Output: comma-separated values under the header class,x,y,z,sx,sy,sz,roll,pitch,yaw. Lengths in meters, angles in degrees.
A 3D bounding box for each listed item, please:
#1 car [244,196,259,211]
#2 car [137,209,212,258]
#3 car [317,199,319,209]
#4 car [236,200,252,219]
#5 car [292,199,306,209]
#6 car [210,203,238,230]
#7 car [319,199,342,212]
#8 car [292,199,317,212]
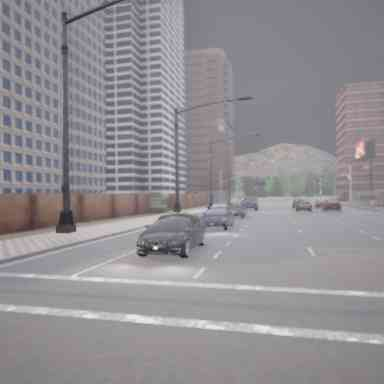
class,x,y,z,sx,sy,sz,roll,pitch,yaw
car,8.545,1.657,48.452,2.150,2.045,5.566,-1,-1,15
car,-0.653,1.682,13.723,1.837,1.490,4.892,-1,-1,14
car,20.304,1.841,51.863,1.812,1.442,4.674,-1,-1,15
car,4.481,1.822,33.314,2.128,1.511,4.902,-1,-1,15
car,16.918,1.881,52.752,1.837,1.490,4.892,-1,-1,15
car,1.835,1.777,23.214,1.812,1.442,4.674,-1,-1,15
car,17.961,1.723,42.906,1.882,1.535,5.008,-1,-1,15
car,14.410,1.790,42.990,2.128,1.511,4.902,-1,-1,15
